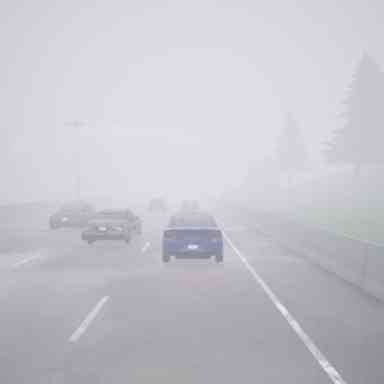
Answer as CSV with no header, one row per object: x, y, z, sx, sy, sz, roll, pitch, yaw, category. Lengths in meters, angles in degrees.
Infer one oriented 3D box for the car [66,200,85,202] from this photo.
-10.638,1.424,30.723,2.033,1.411,5.357,0,0,0,car

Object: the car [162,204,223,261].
0.009,1.421,12.004,1.882,1.535,5.008,0,0,0,car

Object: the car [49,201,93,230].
-7.057,1.478,20.401,1.994,1.385,4.181,0,0,0,car

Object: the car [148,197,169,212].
-3.681,1.356,36.345,1.837,1.490,4.892,0,0,0,car

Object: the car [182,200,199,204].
-0.139,1.419,30.889,2.033,1.411,5.357,0,0,0,car

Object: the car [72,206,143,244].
-3.518,1.479,15.484,2.033,1.411,5.357,0,0,0,car
